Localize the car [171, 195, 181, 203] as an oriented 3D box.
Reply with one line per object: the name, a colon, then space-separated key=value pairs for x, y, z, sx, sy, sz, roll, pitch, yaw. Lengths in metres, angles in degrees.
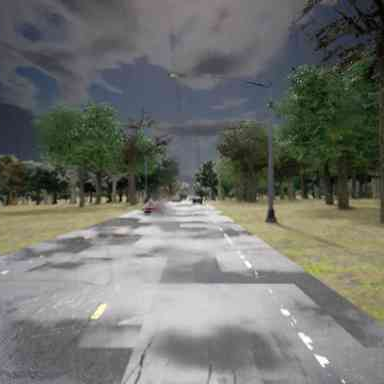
car: x=-3.510 y=1.495 z=75.012 sx=2.097 sy=1.767 sz=4.553 roll=0 pitch=-1 yaw=0

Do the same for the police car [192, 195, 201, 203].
police car: x=1.040 y=1.594 z=75.266 sx=1.930 sy=1.638 sz=5.238 roll=0 pitch=-1 yaw=0

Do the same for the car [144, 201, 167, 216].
car: x=-3.600 y=1.595 z=33.137 sx=1.895 sy=1.301 sz=4.718 roll=0 pitch=0 yaw=0

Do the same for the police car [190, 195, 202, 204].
police car: x=1.041 y=1.506 z=65.264 sx=1.930 sy=1.638 sz=5.238 roll=0 pitch=0 yaw=0

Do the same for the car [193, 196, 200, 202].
car: x=1.039 y=1.756 z=81.155 sx=1.812 sy=1.442 sz=4.674 roll=0 pitch=-1 yaw=0
